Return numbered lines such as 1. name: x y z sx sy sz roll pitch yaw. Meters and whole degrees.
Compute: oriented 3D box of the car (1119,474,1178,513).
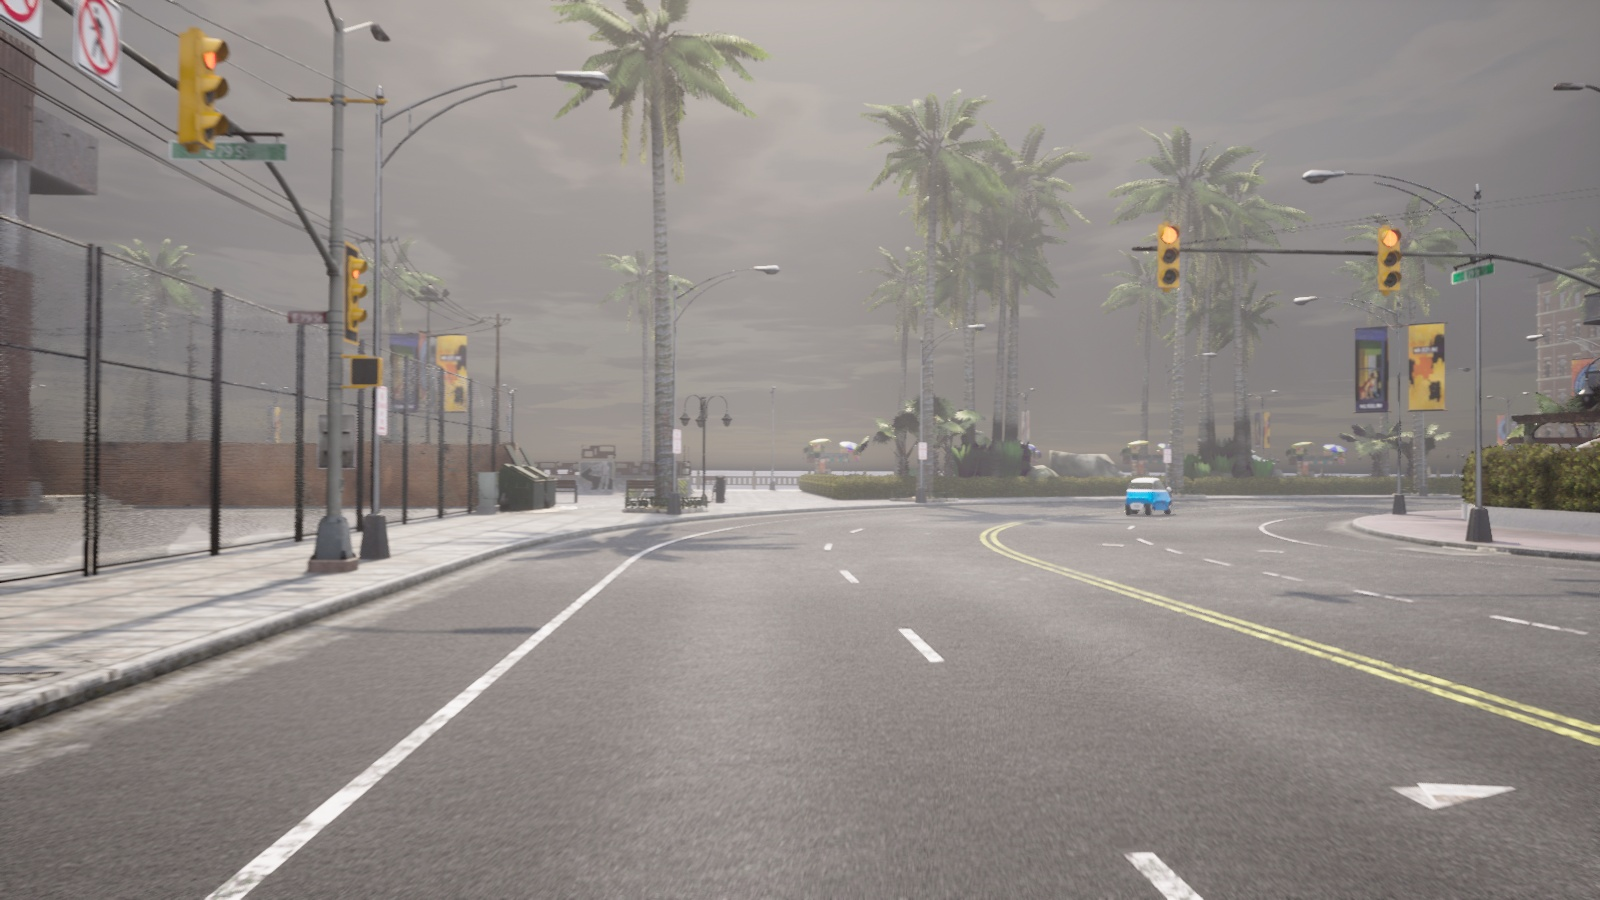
1. car: 12.894 1.601 46.416 1.481 1.376 2.207 -1 -1 33
